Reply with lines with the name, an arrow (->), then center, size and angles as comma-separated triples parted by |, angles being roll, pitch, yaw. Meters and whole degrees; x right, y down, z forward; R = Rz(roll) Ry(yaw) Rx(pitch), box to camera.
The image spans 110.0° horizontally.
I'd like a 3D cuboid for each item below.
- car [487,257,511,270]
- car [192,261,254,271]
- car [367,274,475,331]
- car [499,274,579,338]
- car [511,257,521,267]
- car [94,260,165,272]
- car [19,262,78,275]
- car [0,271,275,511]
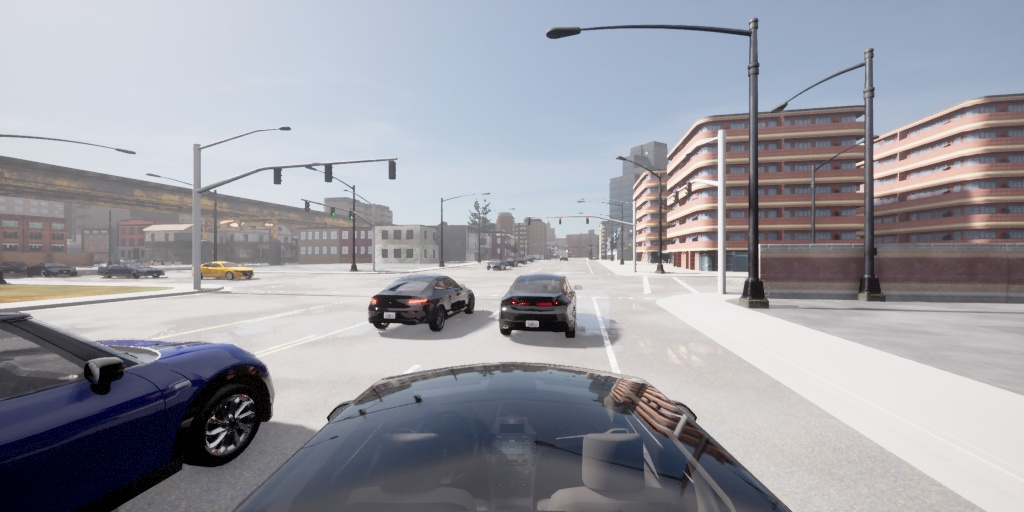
car -> -2.047, 1.106, 48.090 | 2.128, 1.511, 4.902 | 0, 1, 11
car -> -24.608, 1.228, 30.581 | 5.008, 1.535, 1.882 | 0, 0, 10
car -> -2.540, 1.276, 10.953 | 1.812, 1.442, 4.674 | 0, 0, 11
car -> 0.906, 1.255, 10.314 | 1.837, 1.490, 4.892 | 0, 0, 11
car -> -0.251, 0.957, 57.368 | 1.882, 1.535, 5.008 | 0, 1, 11
car -> -34.267, 1.297, 32.211 | 5.357, 1.411, 2.033 | 0, 0, 9
car -> -43.986, 1.314, 34.241 | 4.181, 1.385, 1.994 | 0, 0, 15
car -> -3.858, 1.102, 2.175 | 2.097, 1.767, 4.553 | 0, 0, 6
